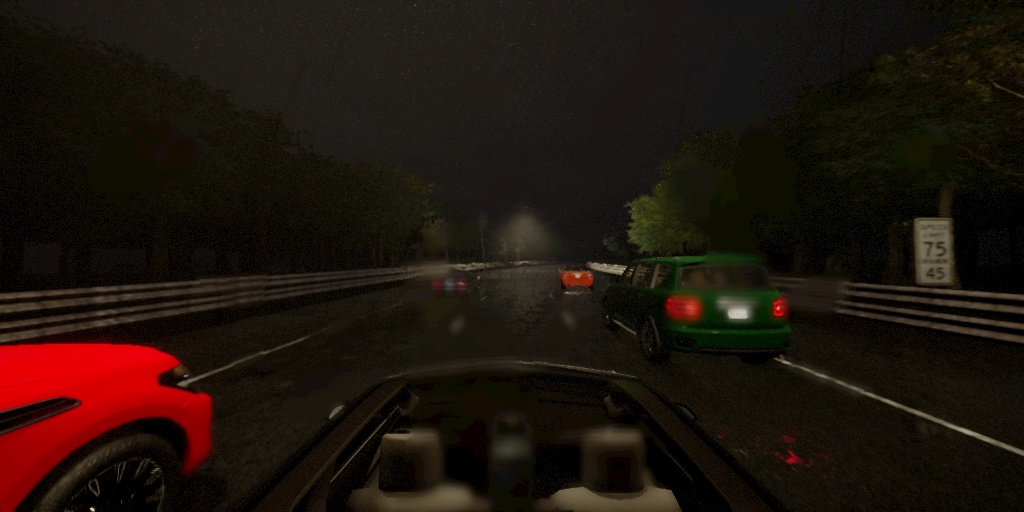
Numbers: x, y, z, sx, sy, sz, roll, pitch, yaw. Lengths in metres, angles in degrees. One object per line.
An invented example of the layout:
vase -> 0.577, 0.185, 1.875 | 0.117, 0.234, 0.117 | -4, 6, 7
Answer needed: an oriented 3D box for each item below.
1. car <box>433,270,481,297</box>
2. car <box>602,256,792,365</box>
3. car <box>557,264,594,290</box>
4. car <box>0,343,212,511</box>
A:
car -> -2.949, 1.473, 20.103 | 2.033, 1.411, 5.357 | 0, -1, 3
car -> 3.689, 1.042, 8.381 | 2.150, 2.045, 5.566 | 0, -1, 2
car -> 4.340, 1.329, 25.132 | 2.097, 1.767, 4.553 | 0, -1, 3
car -> -3.396, 0.953, 0.363 | 2.150, 2.045, 5.566 | 0, 0, 0
